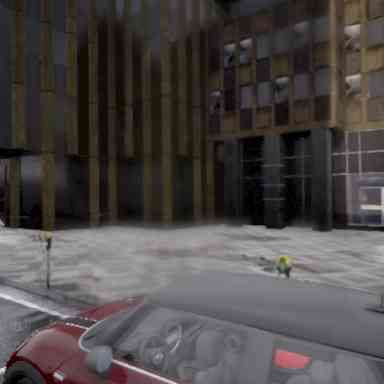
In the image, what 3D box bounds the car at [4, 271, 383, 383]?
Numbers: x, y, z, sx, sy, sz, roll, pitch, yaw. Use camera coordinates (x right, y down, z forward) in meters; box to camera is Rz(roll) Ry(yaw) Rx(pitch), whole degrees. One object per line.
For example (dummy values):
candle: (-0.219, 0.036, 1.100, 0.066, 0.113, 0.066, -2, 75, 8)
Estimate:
car: (0.148, 1.459, 2.857, 4.097, 1.590, 1.967, -1, 0, 35)
